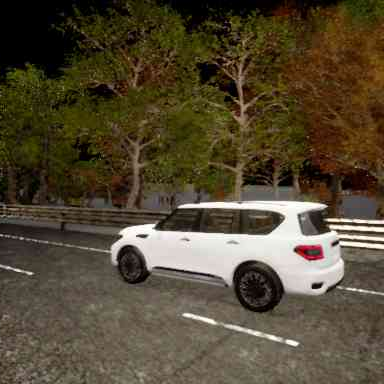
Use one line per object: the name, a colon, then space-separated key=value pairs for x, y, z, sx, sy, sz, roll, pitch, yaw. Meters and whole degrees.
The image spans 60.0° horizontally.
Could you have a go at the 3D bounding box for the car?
car: x=0.544 y=1.225 z=7.904 sx=5.566 sy=2.045 sz=2.150 roll=0 pitch=0 yaw=35
